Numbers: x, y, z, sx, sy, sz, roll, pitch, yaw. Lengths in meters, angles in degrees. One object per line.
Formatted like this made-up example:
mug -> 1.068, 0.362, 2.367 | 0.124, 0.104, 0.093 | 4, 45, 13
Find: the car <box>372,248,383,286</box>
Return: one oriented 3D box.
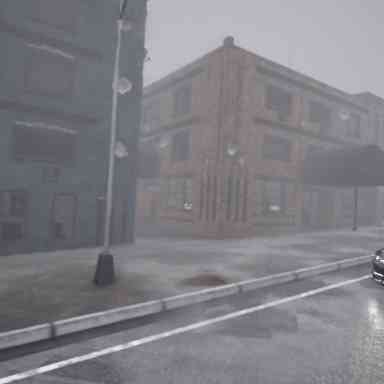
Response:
car -> 6.346, 1.519, 8.214 | 4.902, 1.511, 2.128 | 0, 0, -36
